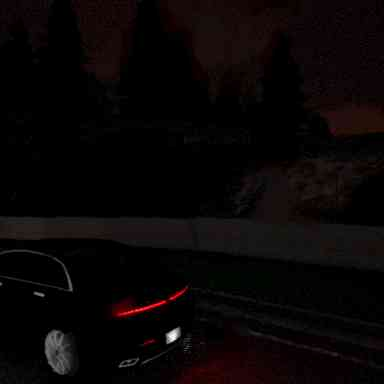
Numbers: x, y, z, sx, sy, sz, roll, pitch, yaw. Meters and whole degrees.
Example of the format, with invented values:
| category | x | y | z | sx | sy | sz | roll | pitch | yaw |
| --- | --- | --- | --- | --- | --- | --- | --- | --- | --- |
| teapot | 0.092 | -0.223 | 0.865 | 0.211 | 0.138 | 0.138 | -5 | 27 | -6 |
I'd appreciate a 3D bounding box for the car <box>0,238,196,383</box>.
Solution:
| category | x | y | z | sx | sy | sz | roll | pitch | yaw |
| --- | --- | --- | --- | --- | --- | --- | --- | --- | --- |
| car | -2.255 | 1.525 | 5.458 | 4.892 | 1.490 | 1.837 | 0 | 0 | 33 |
